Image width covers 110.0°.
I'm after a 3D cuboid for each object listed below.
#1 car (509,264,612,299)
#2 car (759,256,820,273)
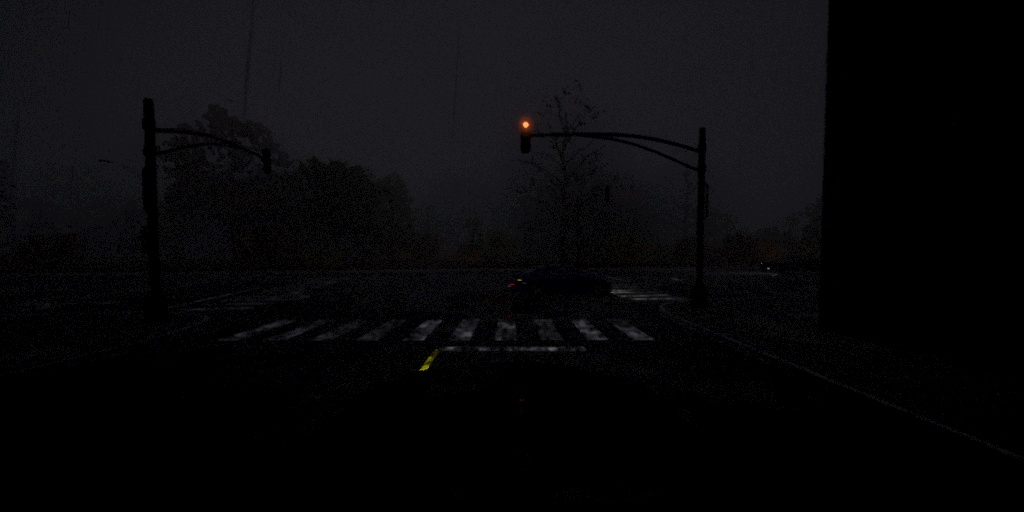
[{"bbox_3d":[2.180,1.099,16.309,4.674,1.442,1.812,0,2,-8],"label":"car"},{"bbox_3d":[22.935,0.689,29.349,4.718,1.301,1.895,0,2,-9],"label":"car"}]
